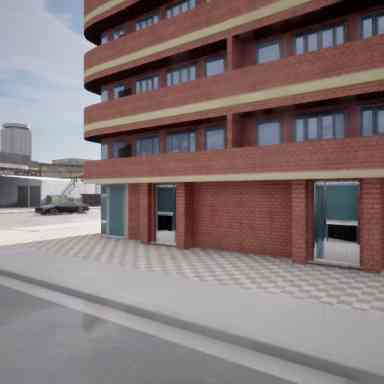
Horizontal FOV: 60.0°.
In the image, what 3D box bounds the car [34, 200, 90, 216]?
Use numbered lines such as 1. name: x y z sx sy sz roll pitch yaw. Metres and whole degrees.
1. car: -12.760 1.548 33.070 2.033 1.411 5.357 0 0 35
